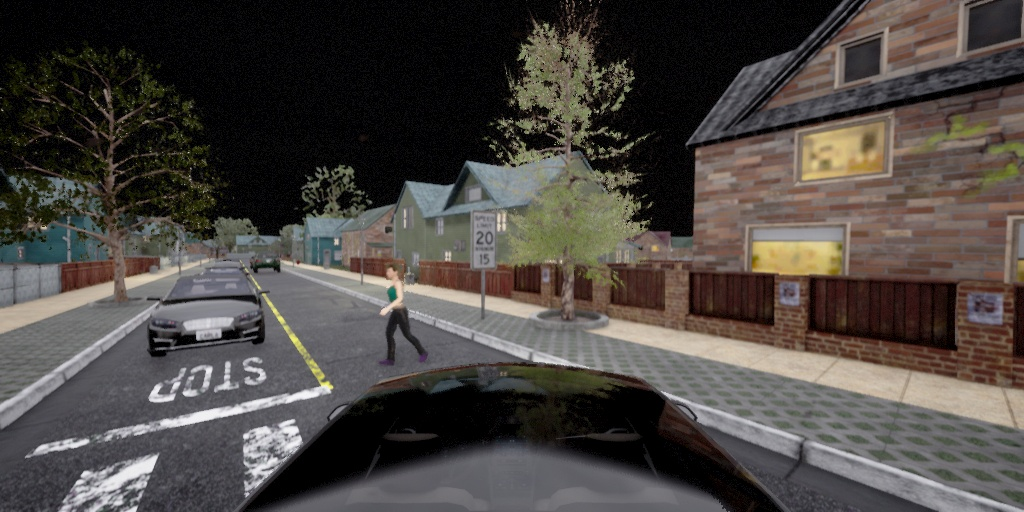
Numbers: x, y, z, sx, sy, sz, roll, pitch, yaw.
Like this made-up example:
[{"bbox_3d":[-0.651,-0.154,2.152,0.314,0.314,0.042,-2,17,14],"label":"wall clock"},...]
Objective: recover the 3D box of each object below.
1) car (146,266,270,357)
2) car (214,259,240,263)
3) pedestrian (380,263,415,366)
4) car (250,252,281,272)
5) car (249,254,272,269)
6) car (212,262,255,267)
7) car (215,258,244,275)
[{"bbox_3d":[-7.160,1.182,8.637,2.128,1.511,4.902,-1,1,-38],"label":"car"},{"bbox_3d":[-18.792,1.038,23.675,1.837,1.490,4.892,-1,1,-38],"label":"car"},{"bbox_3d":[-2.021,0.998,6.315,0.375,1.860,0.375,-2,3,-38],"label":"pedestrian"},{"bbox_3d":[-25.096,0.604,36.612,2.150,2.045,5.566,-1,1,-37],"label":"car"},{"bbox_3d":[-31.625,0.650,45.060,2.097,1.767,4.553,-1,1,-38],"label":"car"},{"bbox_3d":[-12.837,1.178,15.966,1.994,1.385,4.181,-1,1,-38],"label":"car"},{"bbox_3d":[-27.145,0.966,34.580,2.033,1.411,5.357,-1,1,-37],"label":"car"}]
